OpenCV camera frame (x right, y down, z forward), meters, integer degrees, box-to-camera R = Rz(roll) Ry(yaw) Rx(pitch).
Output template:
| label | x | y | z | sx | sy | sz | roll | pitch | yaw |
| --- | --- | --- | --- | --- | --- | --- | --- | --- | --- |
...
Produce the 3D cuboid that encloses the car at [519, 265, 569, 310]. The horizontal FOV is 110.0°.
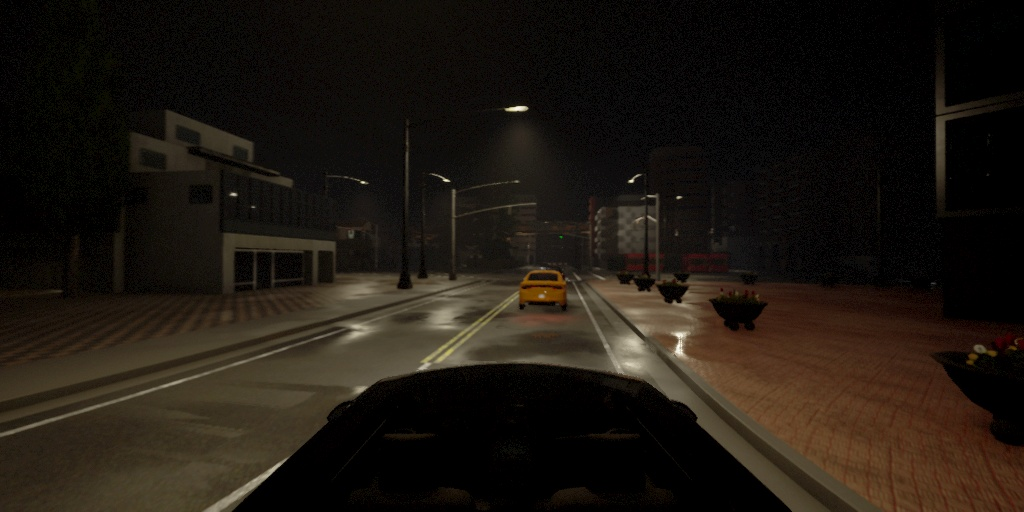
| label | x | y | z | sx | sy | sz | roll | pitch | yaw |
| --- | --- | --- | --- | --- | --- | --- | --- | --- | --- |
| car | 1.450 | 1.363 | 15.769 | 1.882 | 1.535 | 5.008 | 0 | 0 | 8 |
